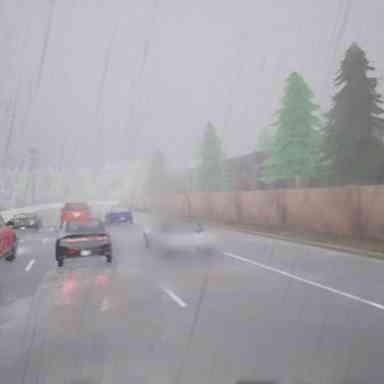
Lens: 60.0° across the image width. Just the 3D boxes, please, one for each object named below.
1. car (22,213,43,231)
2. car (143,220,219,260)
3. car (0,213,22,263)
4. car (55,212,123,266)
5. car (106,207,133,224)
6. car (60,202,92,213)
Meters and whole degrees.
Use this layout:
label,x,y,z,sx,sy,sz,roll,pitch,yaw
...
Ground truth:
label,x,y,z,sx,sy,sz,roll,pitch,yaw
car,-12.411,2.239,25.103,1.895,1.301,4.718,-1,-1,-20
car,-0.680,1.795,13.445,1.895,1.301,4.718,-1,-1,-20
car,-7.079,1.538,10.530,2.150,2.045,5.566,-1,-1,-20
car,-4.169,1.764,12.806,2.128,1.511,4.902,-1,-1,-20
car,-6.451,2.021,29.222,1.882,1.535,5.008,-1,0,-20
car,-8.964,1.785,25.829,2.150,2.045,5.566,-1,-1,-20
